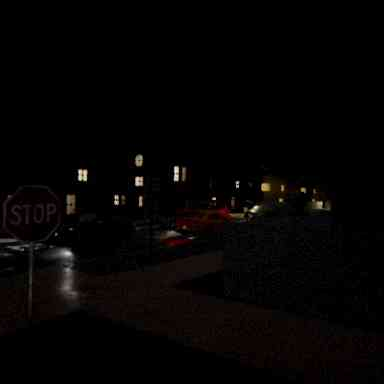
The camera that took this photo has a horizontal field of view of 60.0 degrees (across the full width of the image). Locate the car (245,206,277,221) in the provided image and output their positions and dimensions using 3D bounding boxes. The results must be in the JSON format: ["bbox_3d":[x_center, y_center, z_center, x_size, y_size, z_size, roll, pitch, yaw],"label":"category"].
[{"bbox_3d":[7.023,2.160,33.814,2.128,1.511,4.902,2,0,36],"label":"car"}]

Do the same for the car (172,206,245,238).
[{"bbox_3d":[1.076,1.906,20.889,1.882,1.535,5.008,2,0,37],"label":"car"}]

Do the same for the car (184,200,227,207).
[{"bbox_3d":[0.828,1.657,25.386,2.150,2.045,5.566,2,0,36],"label":"car"}]

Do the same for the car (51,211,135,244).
[{"bbox_3d":[-4.991,1.747,17.436,1.812,1.442,4.674,2,0,36],"label":"car"}]
